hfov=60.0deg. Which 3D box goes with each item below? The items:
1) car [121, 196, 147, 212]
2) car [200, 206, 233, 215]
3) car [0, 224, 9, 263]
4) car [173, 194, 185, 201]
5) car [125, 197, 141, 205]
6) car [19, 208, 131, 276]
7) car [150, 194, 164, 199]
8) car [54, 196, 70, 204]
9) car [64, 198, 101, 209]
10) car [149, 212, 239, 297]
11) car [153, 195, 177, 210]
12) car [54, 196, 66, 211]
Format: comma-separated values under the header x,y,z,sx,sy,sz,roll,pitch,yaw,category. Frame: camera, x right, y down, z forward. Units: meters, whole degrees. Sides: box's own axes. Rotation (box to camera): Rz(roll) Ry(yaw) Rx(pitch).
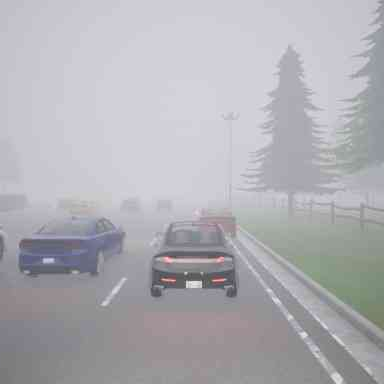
x,y,z,sx,sy,sz,roll,pitch,yaw,category
-6.895,1.490,38.316,2.128,1.511,4.902,0,0,0,car
1.227,1.477,17.890,1.882,1.535,5.008,0,0,0,car
-6.899,1.221,8.199,2.150,2.045,5.566,0,0,0,car
-3.488,1.496,87.975,1.837,1.490,4.892,0,0,0,car
-10.392,1.545,58.995,2.033,1.411,5.357,0,0,0,car
-3.399,1.477,10.367,1.882,1.535,5.008,0,0,0,car
-6.891,1.544,69.682,2.033,1.411,5.357,0,0,0,car
-25.914,1.558,66.076,1.994,1.385,4.181,0,0,-35,car
-10.396,1.476,32.644,1.882,1.535,5.008,0,0,0,car
0.053,1.491,8.548,2.128,1.511,4.902,0,0,0,car
-3.395,1.489,42.351,2.128,1.511,4.902,0,0,0,car
-15.365,1.490,41.192,2.128,1.511,4.902,0,0,-11,car
